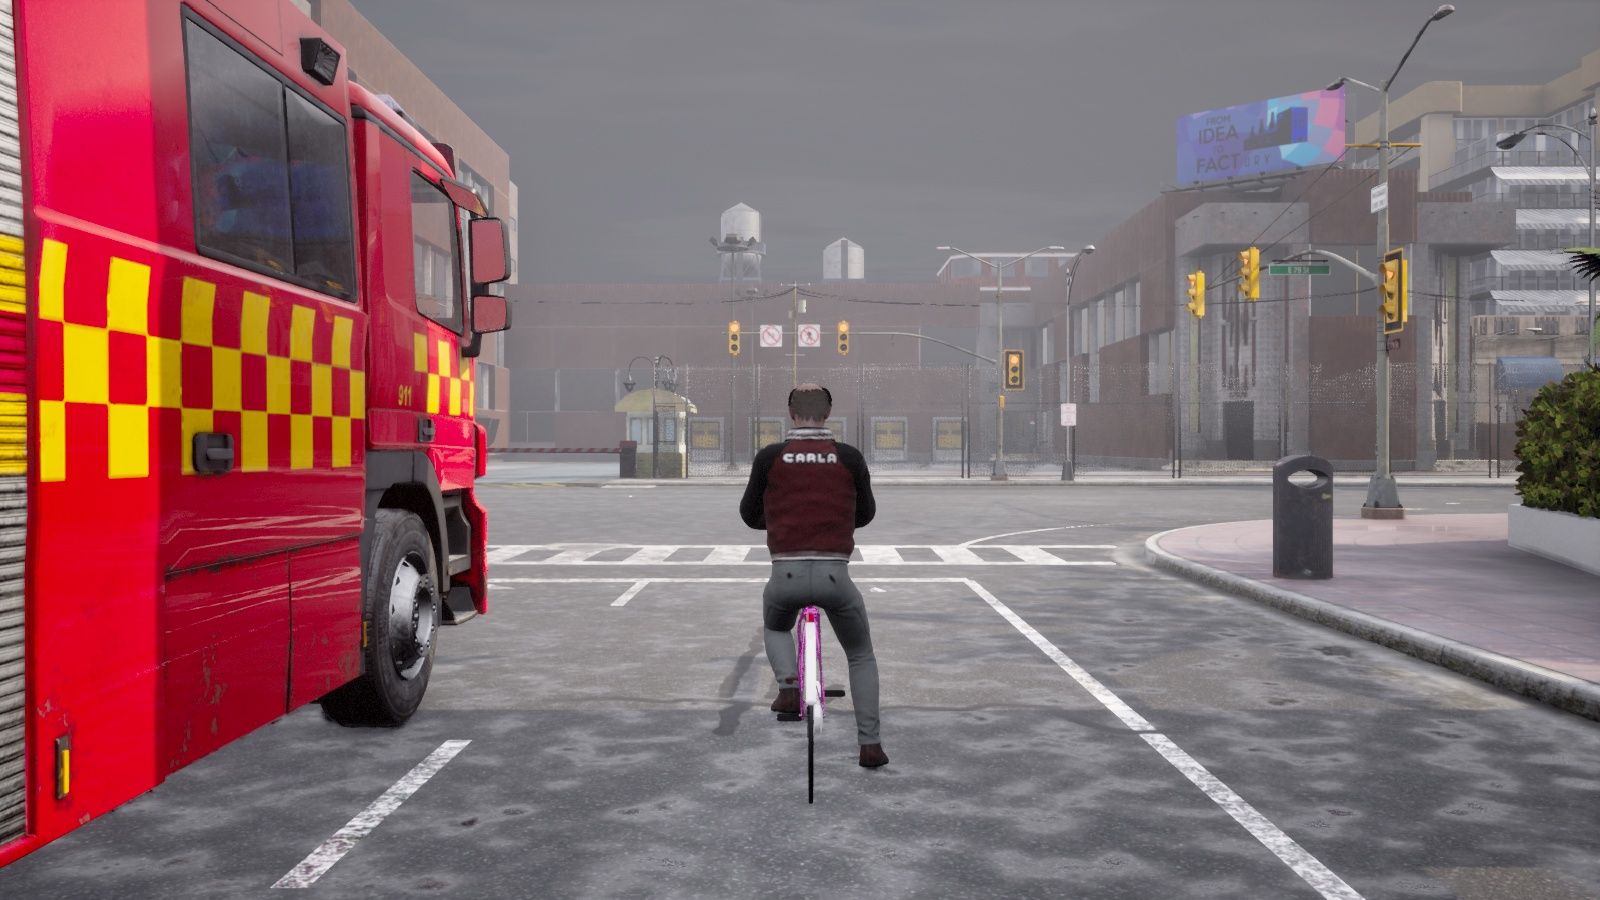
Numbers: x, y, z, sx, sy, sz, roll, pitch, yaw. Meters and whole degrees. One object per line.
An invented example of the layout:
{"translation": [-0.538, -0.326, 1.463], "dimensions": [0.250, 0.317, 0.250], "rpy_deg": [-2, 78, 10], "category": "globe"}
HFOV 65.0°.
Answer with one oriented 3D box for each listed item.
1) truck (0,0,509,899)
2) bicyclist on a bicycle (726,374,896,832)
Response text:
{"translation": [-3.466, -0.446, 4.404], "dimensions": [2.891, 3.827, 8.468], "rpy_deg": [0, 0, 0], "category": "truck"}
{"translation": [0.044, 0.584, 5.787], "dimensions": [0.659, 1.776, 1.843], "rpy_deg": [0, 1, 0], "category": "bicyclist on a bicycle"}
